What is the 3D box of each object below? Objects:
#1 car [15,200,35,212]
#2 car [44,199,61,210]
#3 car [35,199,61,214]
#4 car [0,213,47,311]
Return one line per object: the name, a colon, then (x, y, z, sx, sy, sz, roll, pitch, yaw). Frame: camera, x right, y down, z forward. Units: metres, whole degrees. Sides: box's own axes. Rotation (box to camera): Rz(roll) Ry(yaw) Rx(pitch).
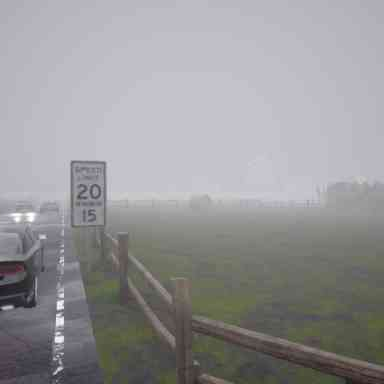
car: (-19.627, 1.623, 39.366, 1.895, 1.301, 4.718, 0, 0, -21)
car: (-18.948, 1.604, 45.269, 1.895, 1.301, 4.718, 0, 0, -21)
car: (-15.153, 1.495, 35.531, 2.128, 1.511, 4.902, 0, 0, -21)
car: (-4.444, 1.481, 7.521, 1.882, 1.535, 5.008, 0, 0, -21)
